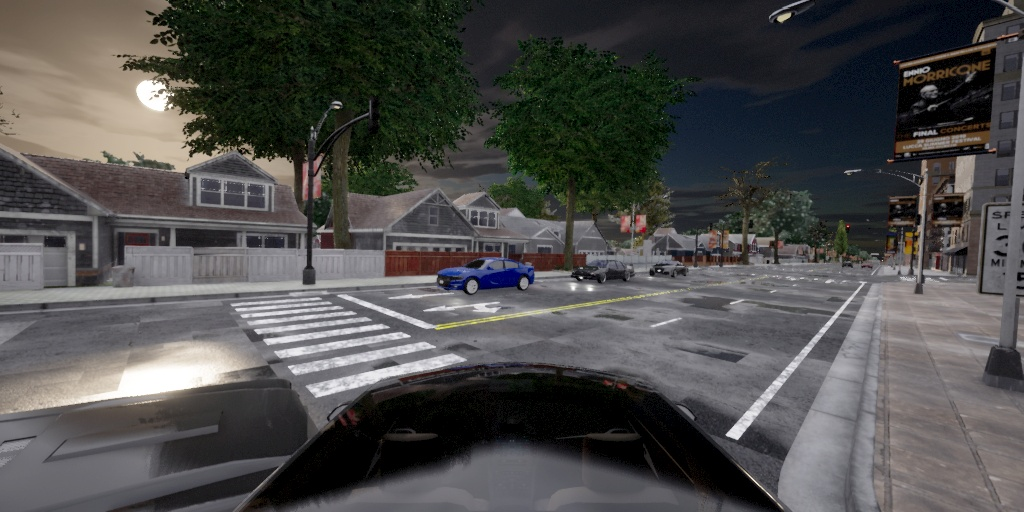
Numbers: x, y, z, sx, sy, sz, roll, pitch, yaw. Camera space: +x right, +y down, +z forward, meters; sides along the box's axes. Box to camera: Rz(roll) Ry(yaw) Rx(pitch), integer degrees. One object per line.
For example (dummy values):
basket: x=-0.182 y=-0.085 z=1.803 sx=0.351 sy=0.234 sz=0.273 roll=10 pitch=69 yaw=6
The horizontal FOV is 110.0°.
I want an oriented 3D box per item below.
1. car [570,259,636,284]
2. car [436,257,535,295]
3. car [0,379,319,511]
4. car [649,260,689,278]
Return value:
car: x=6.086 y=0.939 z=23.393 sx=5.357 sy=1.411 sz=2.033 roll=0 pitch=2 yaw=-44
car: x=-1.092 y=0.809 z=16.485 sx=5.008 sy=1.535 sz=1.882 roll=0 pitch=2 yaw=-44
car: x=-3.313 y=1.287 z=1.303 sx=4.718 sy=1.301 sz=1.895 roll=1 pitch=2 yaw=-34
car: x=13.295 y=1.018 z=30.303 sx=4.181 sy=1.385 sz=1.994 roll=0 pitch=2 yaw=-44
